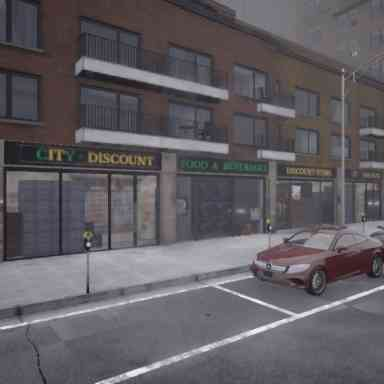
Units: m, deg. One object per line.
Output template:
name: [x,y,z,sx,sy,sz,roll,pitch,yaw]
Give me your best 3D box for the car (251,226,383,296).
car: [3.394,1.582,8.598,4.206,1.307,1.802,0,0,-35]
